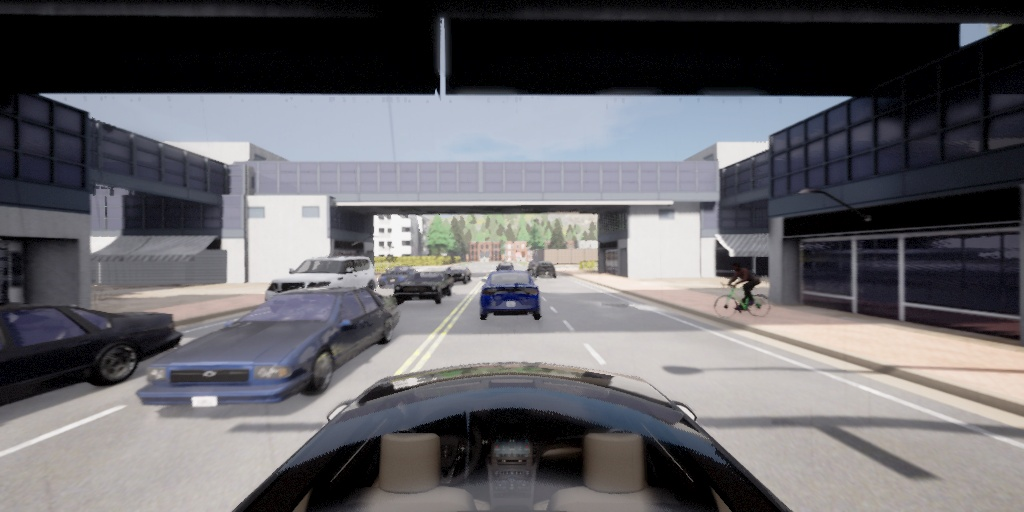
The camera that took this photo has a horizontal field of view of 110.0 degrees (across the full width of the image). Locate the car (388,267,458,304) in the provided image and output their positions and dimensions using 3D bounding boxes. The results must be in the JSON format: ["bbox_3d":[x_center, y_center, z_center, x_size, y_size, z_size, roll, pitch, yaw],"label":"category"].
[{"bbox_3d":[-3.885,1.374,16.464,1.895,1.301,4.718,0,0,-1],"label":"car"}]

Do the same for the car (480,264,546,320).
[{"bbox_3d":[-0.094,1.223,12.738,1.882,1.535,5.008,0,0,-1],"label":"car"}]

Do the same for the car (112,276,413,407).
[{"bbox_3d":[-3.677,1.324,6.883,2.033,1.411,5.357,0,0,-1],"label":"car"}]

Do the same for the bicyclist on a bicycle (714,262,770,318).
[{"bbox_3d":[6.648,0.996,10.359,1.656,1.620,0.582,0,0,-1],"label":"bicyclist on a bicycle"}]

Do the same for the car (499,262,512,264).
[{"bbox_3d":[-0.694,1.338,39.944,1.895,1.301,4.718,0,0,-1],"label":"car"}]

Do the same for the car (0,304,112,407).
[{"bbox_3d":[-7.123,1.352,4.369,2.033,1.411,5.357,0,0,-1],"label":"car"}]

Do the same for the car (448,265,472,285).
[{"bbox_3d":[-4.093,1.371,26.581,1.895,1.301,4.718,0,0,-1],"label":"car"}]

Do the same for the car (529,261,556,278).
[{"bbox_3d":[2.950,1.218,33.311,1.837,1.490,4.892,0,0,-1],"label":"car"}]

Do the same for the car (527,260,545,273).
[{"bbox_3d":[2.871,1.255,43.984,2.033,1.411,5.357,0,0,2],"label":"car"}]

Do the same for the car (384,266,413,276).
[{"bbox_3d":[-7.549,1.362,24.510,1.994,1.385,4.181,0,0,-1],"label":"car"}]

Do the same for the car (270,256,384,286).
[{"bbox_3d":[-7.347,1.023,14.554,2.150,2.045,5.566,0,0,-1],"label":"car"}]
